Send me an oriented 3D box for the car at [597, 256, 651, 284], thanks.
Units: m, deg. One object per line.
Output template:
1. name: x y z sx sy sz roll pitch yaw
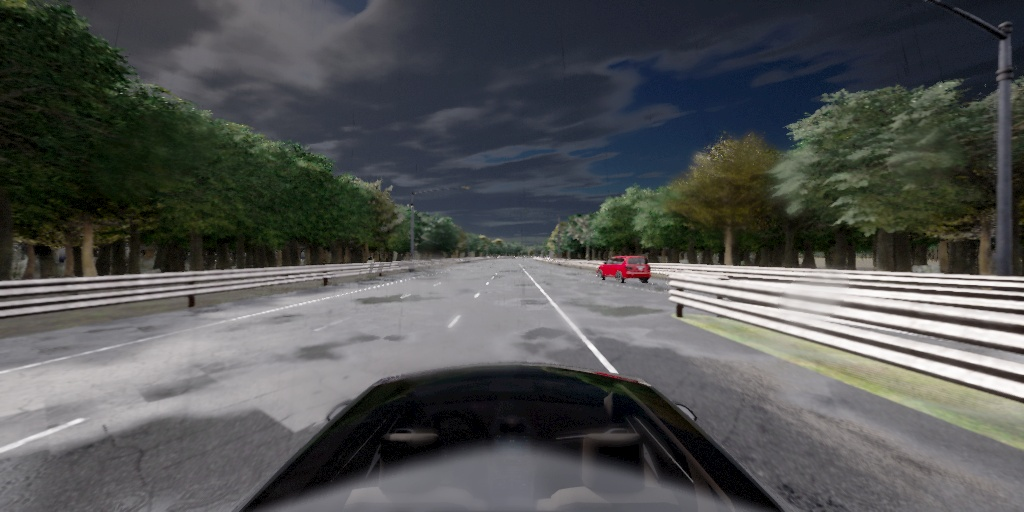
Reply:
1. car: 8.642 1.028 28.073 2.150 2.045 5.566 0 0 -10
